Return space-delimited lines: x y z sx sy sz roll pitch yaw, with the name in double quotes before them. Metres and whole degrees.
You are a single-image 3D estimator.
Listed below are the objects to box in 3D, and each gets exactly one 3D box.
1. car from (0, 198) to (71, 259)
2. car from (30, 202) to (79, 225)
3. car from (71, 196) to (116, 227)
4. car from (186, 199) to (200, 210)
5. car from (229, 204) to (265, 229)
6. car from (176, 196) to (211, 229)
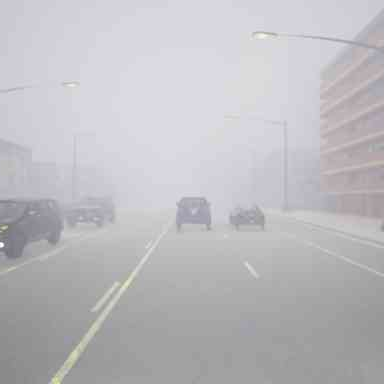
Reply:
"car" -7.084 1.286 13.349 2.150 2.045 5.566 0 0 0
"car" -10.500 1.579 25.875 1.837 1.490 4.892 0 0 0
"car" -7.012 1.297 23.803 2.150 2.045 5.566 0 0 1
"car" 0.086 1.650 45.835 1.837 1.490 4.892 0 -1 0
"car" 3.600 1.564 22.307 2.128 1.511 4.902 0 0 0
"car" 0.101 1.294 22.238 2.150 2.045 5.566 0 0 0
